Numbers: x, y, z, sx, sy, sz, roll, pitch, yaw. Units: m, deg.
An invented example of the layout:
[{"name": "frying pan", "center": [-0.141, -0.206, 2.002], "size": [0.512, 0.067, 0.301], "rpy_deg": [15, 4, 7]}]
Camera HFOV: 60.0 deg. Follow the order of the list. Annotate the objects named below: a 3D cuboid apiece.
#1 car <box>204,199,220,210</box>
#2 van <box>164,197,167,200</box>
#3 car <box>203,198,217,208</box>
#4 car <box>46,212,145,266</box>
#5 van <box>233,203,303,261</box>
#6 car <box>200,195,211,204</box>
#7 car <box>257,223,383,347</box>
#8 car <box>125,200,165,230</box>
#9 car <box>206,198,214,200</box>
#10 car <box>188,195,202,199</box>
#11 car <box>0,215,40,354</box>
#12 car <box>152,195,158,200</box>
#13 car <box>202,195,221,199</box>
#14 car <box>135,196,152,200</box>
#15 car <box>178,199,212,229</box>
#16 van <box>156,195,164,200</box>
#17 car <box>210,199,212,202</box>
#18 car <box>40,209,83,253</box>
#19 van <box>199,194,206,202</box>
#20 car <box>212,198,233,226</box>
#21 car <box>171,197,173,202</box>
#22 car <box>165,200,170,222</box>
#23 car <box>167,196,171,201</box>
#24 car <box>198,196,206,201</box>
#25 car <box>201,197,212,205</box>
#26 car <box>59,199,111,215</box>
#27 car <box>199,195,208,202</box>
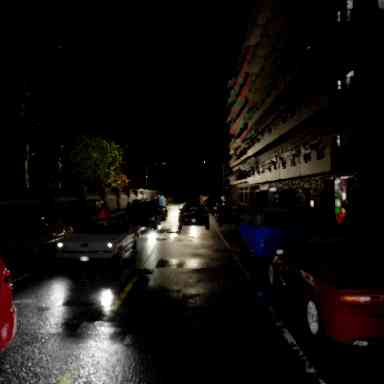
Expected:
[{"name": "car", "center": [2.695, 1.628, 45.819], "size": [2.008, 1.369, 4.403], "rpy_deg": [0, 0, 0]}, {"name": "van", "center": [-5.684, 1.447, 57.079], "size": [1.690, 1.788, 3.998], "rpy_deg": [0, 0, 0]}, {"name": "car", "center": [2.695, 1.636, 51.449], "size": [1.887, 1.381, 4.507], "rpy_deg": [0, 0, 0]}, {"name": "car", "center": [-3.079, 1.616, 11.754], "size": [1.895, 1.301, 4.718], "rpy_deg": [0, 0, 0]}, {"name": "van", "center": [2.694, 1.356, 12.038], "size": [1.690, 1.788, 3.998], "rpy_deg": [0, 0, 0]}, {"name": "car", "center": [2.697, 1.455, 68.339], "size": [2.192, 1.841, 5.009], "rpy_deg": [0, 0, 0]}, {"name": "car", "center": [2.693, 1.552, 6.407], "size": [1.887, 1.381, 4.507], "rpy_deg": [0, 0, 0]}, {"name": "car", "center": [-3.073, 1.508, 21.763], "size": [1.882, 1.535, 5.008], "rpy_deg": [0, 0, 0]}, {"name": "car", "center": [2.695, 1.599, 34.558], "size": [1.887, 1.381, 4.507], "rpy_deg": [0, 0, 0]}, {"name": "car", "center": [0.096, 1.554, 45.171], "size": [1.882, 1.535, 5.008], "rpy_deg": [0, 0, 0]}, {"name": "car", "center": [-3.088, 1.224, 1.586], "size": [2.150, 2.045, 5.566], "rpy_deg": [0, 0, -1]}, {"name": "car", "center": [-5.684, 1.506, 40.189], "size": [1.967, 1.590, 4.097], "rpy_deg": [0, 0, 0]}, {"name": "car", "center": [2.696, 1.380, 40.189], "size": [2.192, 1.841, 5.009], "rpy_deg": [0, 0, 0]}, {"name": "car", "center": [-5.685, 1.494, 34.560], "size": [1.967, 1.590, 4.097], "rpy_deg": [0, 0, 0]}, {"name": "car", "center": [0.100, 1.508, 21.983], "size": [1.882, 1.535, 5.008], "rpy_deg": [0, 0, 0]}, {"name": "van", "center": [-5.684, 1.433, 51.450], "size": [1.690, 1.788, 3.998], "rpy_deg": [0, 0, 0]}, {"name": "car", "center": [2.694, 1.594, 28.929], "size": [2.008, 1.369, 4.403], "rpy_deg": [0, 0, 0]}, {"name": "car", "center": [-5.686, 1.540, 11.869], "size": [1.752, 1.417, 4.829], "rpy_deg": [0, 0, 0]}, {"name": "van", "center": [2.698, 1.537, 85.231], "size": [1.690, 1.788, 3.998], "rpy_deg": [0, 0, 0]}, {"name": "car", "center": [2.695, 1.473, 23.299], "size": [1.967, 1.590, 4.097], "rpy_deg": [0, 0, 0]}, {"name": "car", "center": [-5.682, 1.721, 85.061], "size": [1.752, 1.417, 4.829], "rpy_deg": [0, 0, 0]}, {"name": "car", "center": [-2.998, 1.604, 26.709], "size": [1.994, 1.385, 4.181], "rpy_deg": [0, 0, 0]}, {"name": "car", "center": [-5.684, 1.673, 62.709], "size": [2.008, 1.369, 4.403], "rpy_deg": [0, 0, 0]}, {"name": "car", "center": [2.698, 1.781, 90.860], "size": [1.947, 1.339, 4.313], "rpy_deg": [0, 0, 0]}, {"name": "car", "center": [2.696, 1.704, 62.709], "size": [1.802, 1.307, 4.206], "rpy_deg": [0, 0, 0]}, {"name": "car", "center": [-5.686, 1.339, 17.669], "size": [2.192, 1.841, 5.009], "rpy_deg": [0, 0, 0]}, {"name": "car", "center": [2.697, 1.617, 79.599], "size": [1.967, 1.590, 4.097], "rpy_deg": [0, 0, 0]}]
